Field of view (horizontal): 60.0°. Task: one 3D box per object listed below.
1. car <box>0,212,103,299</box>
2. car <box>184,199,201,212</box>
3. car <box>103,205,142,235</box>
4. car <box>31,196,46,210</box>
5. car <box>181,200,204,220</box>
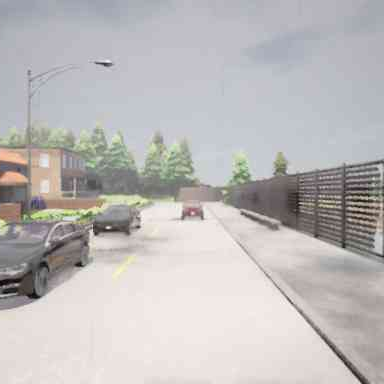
[{"bbox_3d":[-4.099,1.489,8.569,2.128,1.511,4.902,0,0,0],"label":"car"},{"bbox_3d":[0.042,1.582,39.802,1.895,1.301,4.718,0,0,1],"label":"car"},{"bbox_3d":[-4.080,1.469,18.832,1.882,1.535,5.008,0,0,0],"label":"car"},{"bbox_3d":[-17.283,1.121,34.707,3.633,1.501,1.845,0,0,0],"label":"car"},{"bbox_3d":[0.068,1.512,28.025,1.812,1.442,4.674,0,0,0],"label":"car"}]
